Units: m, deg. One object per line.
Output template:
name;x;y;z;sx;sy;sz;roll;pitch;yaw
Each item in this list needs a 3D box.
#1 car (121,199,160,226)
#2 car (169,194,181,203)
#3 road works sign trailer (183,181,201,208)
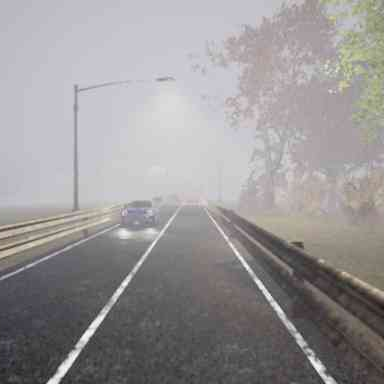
car;-3.340;1.275;22.297;2.097;1.767;4.553;0;0;0
car;-3.255;1.136;63.548;2.097;1.767;4.553;0;0;1
road works sign trailer;0.025;0.310;45.514;2.380;3.560;2.880;0;0;0
